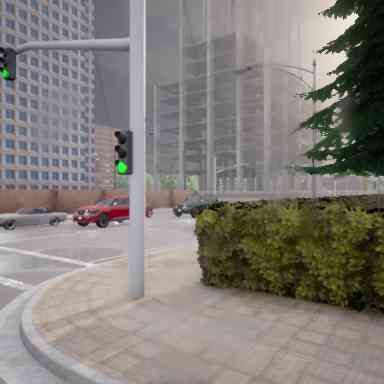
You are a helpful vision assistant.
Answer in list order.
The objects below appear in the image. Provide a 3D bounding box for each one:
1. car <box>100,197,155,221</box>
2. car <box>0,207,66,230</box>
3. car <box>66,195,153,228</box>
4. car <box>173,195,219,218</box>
[{"bbox_3d":[-5.536,1.404,29.130,2.097,1.767,4.553,0,0,35],"label":"car"},{"bbox_3d":[-10.750,1.653,21.801,1.895,1.301,4.718,0,0,35],"label":"car"},{"bbox_3d":[-5.508,1.274,23.168,2.150,2.045,5.566,0,0,33],"label":"car"},{"bbox_3d":[0.529,1.274,31.595,2.150,2.045,5.566,0,0,36],"label":"car"}]
